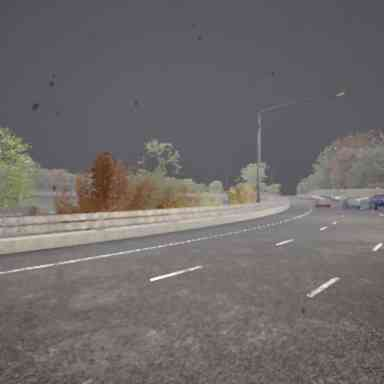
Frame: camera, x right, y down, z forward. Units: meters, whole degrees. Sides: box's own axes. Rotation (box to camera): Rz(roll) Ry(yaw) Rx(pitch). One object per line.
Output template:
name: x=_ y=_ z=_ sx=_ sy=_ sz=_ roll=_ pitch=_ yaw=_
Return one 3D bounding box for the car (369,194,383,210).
car: x=25.212 y=1.323 z=44.359 sx=2.150 sy=2.045 sz=5.566 roll=0 pitch=0 yaw=18

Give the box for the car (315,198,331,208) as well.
car: x=19.399 y=1.618 z=49.402 sx=1.994 sy=1.385 sz=4.181 roll=0 pitch=0 yaw=16

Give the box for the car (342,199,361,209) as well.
car: x=22.252 y=1.625 z=46.476 sx=2.033 sy=1.411 sz=5.357 roll=0 pitch=0 yaw=18
